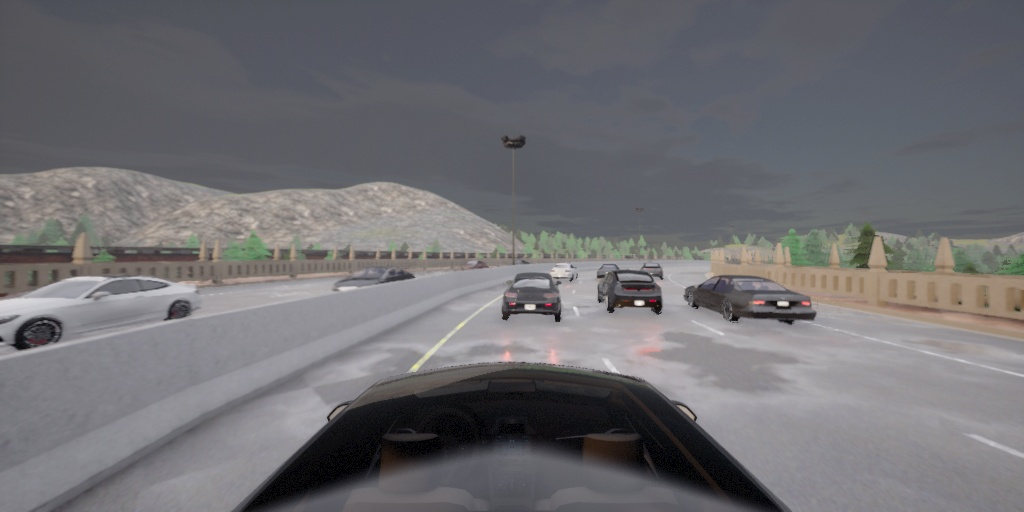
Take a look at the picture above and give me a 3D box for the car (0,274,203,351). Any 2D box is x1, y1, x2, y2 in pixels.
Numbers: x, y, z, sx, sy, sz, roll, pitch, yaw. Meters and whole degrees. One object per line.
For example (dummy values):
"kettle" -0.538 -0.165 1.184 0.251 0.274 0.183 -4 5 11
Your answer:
"car" -10.275 1.208 8.846 1.812 1.442 4.674 0 0 4

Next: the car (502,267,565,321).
"car" 0.743 1.284 12.464 1.812 1.442 4.674 0 0 6

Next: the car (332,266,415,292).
"car" -6.022 1.205 16.153 2.128 1.511 4.902 0 0 8

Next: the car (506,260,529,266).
"car" 0.763 1.271 49.327 1.837 1.490 4.892 0 0 27

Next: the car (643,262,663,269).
"car" 12.881 1.337 33.160 2.128 1.511 4.902 0 0 20

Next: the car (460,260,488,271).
"car" -4.751 1.256 45.832 1.812 1.442 4.674 0 0 24

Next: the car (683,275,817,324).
"car" 7.693 1.353 12.283 2.033 1.411 5.357 0 0 7

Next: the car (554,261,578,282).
"car" 4.336 1.313 29.787 1.812 1.442 4.674 0 0 17

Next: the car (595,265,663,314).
"car" 4.479 1.289 14.134 1.837 1.490 4.892 0 0 7
